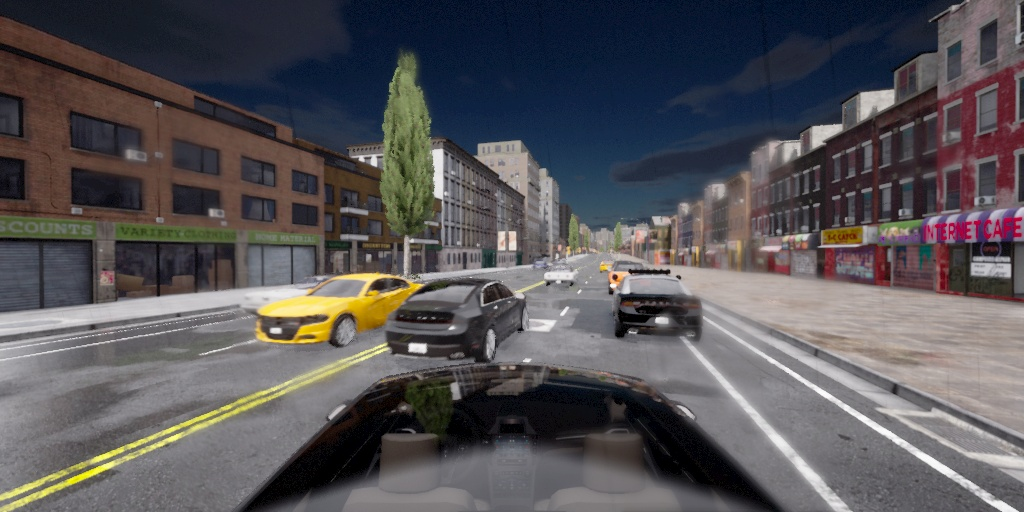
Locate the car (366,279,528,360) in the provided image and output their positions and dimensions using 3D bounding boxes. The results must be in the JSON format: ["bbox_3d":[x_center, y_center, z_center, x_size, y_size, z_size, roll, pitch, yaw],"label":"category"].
[{"bbox_3d":[-0.923,1.255,8.203,1.837,1.490,4.892,0,0,15],"label":"car"}]

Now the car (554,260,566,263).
[{"bbox_3d":[6.703,1.380,50.655,2.128,1.511,4.902,0,0,15],"label":"car"}]

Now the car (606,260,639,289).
[{"bbox_3d":[6.363,1.102,19.665,2.097,1.767,4.553,0,0,15],"label":"car"}]

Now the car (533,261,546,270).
[{"bbox_3d":[4.429,1.444,54.785,1.812,1.442,4.674,0,-1,15],"label":"car"}]

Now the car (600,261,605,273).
[{"bbox_3d":[12.157,1.336,45.391,1.882,1.535,5.008,0,0,15],"label":"car"}]

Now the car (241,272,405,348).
[{"bbox_3d":[-4.113,1.229,9.622,1.882,1.535,5.008,0,0,15],"label":"car"}]

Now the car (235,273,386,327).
[{"bbox_3d":[-6.677,1.353,12.652,1.895,1.301,4.718,0,0,15],"label":"car"}]

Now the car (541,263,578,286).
[{"bbox_3d":[3.587,1.361,25.318,1.895,1.301,4.718,0,0,15],"label":"car"}]

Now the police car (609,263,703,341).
[{"bbox_3d":[3.851,1.174,10.129,1.930,1.638,5.238,0,0,15],"label":"police car"}]
